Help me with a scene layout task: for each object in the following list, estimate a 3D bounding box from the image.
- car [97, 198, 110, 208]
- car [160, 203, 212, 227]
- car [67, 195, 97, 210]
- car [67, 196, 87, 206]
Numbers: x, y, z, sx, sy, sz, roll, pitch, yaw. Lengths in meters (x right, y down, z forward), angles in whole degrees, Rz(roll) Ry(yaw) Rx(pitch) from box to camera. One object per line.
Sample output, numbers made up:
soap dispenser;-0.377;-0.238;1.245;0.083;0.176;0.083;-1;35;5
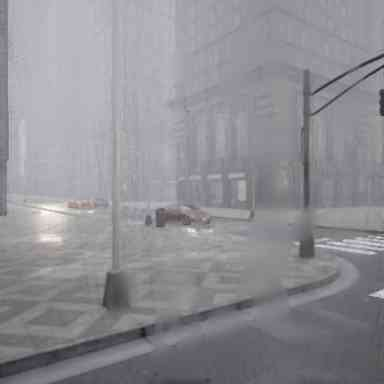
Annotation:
car;-13.244;1.484;46.503;2.033;1.411;5.357;0;0;-35
car;-0.563;1.513;23.269;1.812;1.442;4.674;0;0;-35
car;-14.231;1.302;42.523;2.097;1.767;4.553;0;0;-35
car;-18.881;1.442;54.320;1.812;1.442;4.674;0;0;-35
